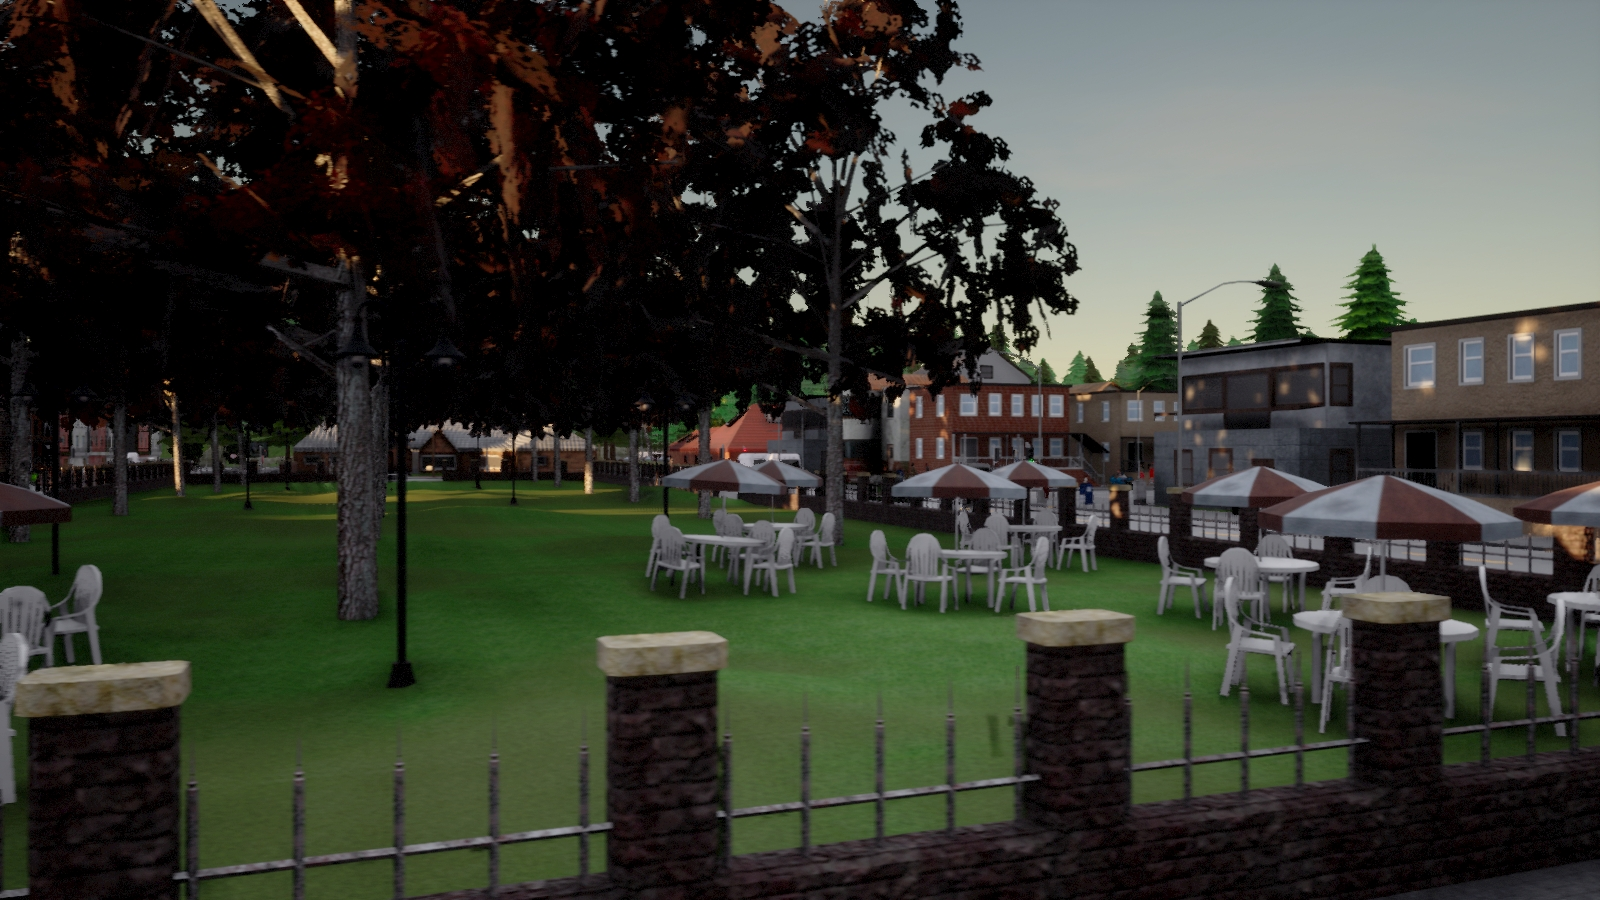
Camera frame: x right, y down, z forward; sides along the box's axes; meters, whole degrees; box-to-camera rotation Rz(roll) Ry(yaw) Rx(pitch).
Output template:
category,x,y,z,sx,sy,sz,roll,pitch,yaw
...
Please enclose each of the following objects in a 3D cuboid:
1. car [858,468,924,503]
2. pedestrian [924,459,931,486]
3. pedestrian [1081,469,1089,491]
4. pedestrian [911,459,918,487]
category,x,y,z,sx,sy,sz,roll,pitch,yaw
car,4.582,1.780,57.856,1.851,1.617,3.988,0,0,-20
pedestrian,8.736,1.516,78.350,0.375,1.860,0.375,0,0,-2
pedestrian,17.222,1.807,69.095,0.375,1.300,0.375,0,0,-6
pedestrian,7.682,1.518,76.823,0.375,1.860,0.375,0,0,-19
